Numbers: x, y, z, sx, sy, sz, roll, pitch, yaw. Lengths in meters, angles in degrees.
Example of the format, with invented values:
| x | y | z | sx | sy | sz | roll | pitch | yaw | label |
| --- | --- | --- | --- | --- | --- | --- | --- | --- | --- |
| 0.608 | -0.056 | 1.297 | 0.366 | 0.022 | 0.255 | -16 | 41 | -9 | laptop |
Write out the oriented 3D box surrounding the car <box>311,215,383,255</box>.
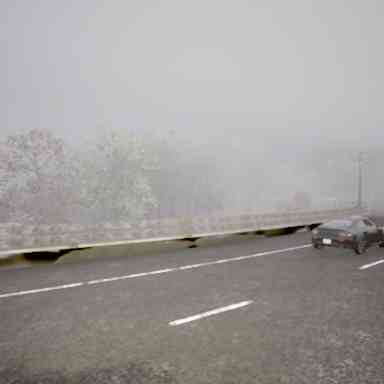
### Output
| x | y | z | sx | sy | sz | roll | pitch | yaw | label |
| --- | --- | --- | --- | --- | --- | --- | --- | --- | --- |
| 6.837 | 1.736 | 14.294 | 4.674 | 1.442 | 1.812 | 1 | -1 | -43 | car |
